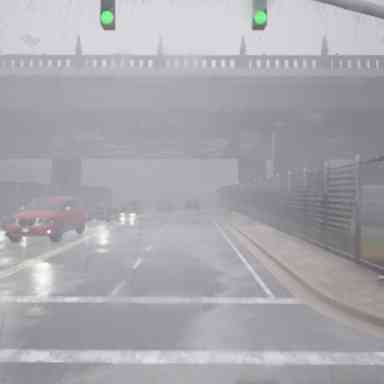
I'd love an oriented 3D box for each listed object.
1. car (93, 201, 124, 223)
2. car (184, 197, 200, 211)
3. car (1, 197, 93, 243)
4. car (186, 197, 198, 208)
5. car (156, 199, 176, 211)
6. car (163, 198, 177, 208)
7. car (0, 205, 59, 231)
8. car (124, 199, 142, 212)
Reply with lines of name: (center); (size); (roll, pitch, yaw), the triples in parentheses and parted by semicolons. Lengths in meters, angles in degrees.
car: (-7.080, 1.673, 26.679); (1.895, 1.301, 4.718); (0, 0, 0)
car: (-0.008, 1.580, 42.598); (1.882, 1.535, 5.008); (0, 0, 0)
car: (-7.096, 1.278, 16.911); (2.150, 2.045, 5.566); (0, 0, 0)
car: (-0.010, 1.624, 52.954); (1.837, 1.490, 4.892); (0, 0, 0)
car: (-3.508, 1.665, 42.961); (1.994, 1.385, 4.181); (0, 0, 0)
car: (-3.510, 1.718, 52.983); (1.895, 1.301, 4.718); (0, 0, 0)
car: (-10.593, 1.626, 21.862); (1.994, 1.385, 4.181); (0, 0, 0)
car: (-7.060, 1.585, 39.259); (2.128, 1.511, 4.902); (0, 0, 0)
